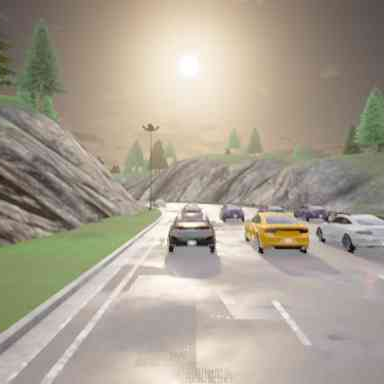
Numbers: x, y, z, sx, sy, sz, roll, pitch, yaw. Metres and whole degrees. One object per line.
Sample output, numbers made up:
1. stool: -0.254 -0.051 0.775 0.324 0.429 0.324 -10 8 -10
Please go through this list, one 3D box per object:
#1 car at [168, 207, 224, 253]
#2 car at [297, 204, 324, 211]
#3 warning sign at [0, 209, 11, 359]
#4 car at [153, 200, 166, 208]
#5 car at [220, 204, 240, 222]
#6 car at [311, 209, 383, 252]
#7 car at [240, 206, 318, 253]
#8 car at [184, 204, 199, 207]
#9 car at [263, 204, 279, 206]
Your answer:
1. car: 0.003 1.629 14.299 2.128 1.511 4.902 0 0 0
2. car: 10.470 1.805 29.409 1.812 1.442 4.674 0 0 -1
3. warning sign: -3.051 1.153 3.872 1.300 1.860 1.060 0 -1 0
4. car: -5.950 2.100 60.672 1.812 1.442 4.674 0 -1 -16
5. car: 3.471 1.804 29.297 1.812 1.442 4.674 0 0 -1
6. car: 7.004 1.663 14.374 1.812 1.442 4.674 0 0 0
7. car: 3.506 1.616 14.485 1.882 1.535 5.008 0 0 0
8. car: -0.028 1.803 29.249 1.812 1.442 4.674 0 0 -1
9. car: 6.970 1.804 29.357 1.812 1.442 4.674 0 0 -1
